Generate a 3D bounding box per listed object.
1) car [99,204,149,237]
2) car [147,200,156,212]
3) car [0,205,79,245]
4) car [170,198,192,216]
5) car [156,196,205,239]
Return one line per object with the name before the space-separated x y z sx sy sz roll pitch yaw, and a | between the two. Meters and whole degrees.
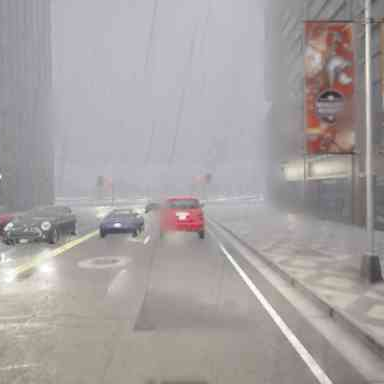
car | -3.781 1.623 18.529 1.994 1.385 4.181 -1 0 -2
car | -4.613 1.780 40.603 1.837 1.490 4.892 -1 -1 -2
car | -7.144 1.465 16.175 2.097 1.767 4.553 -1 0 -2
car | -1.165 1.490 34.905 2.097 1.767 4.553 -1 -1 -2
car | -0.519 1.226 17.676 2.150 2.045 5.566 -1 0 -2
